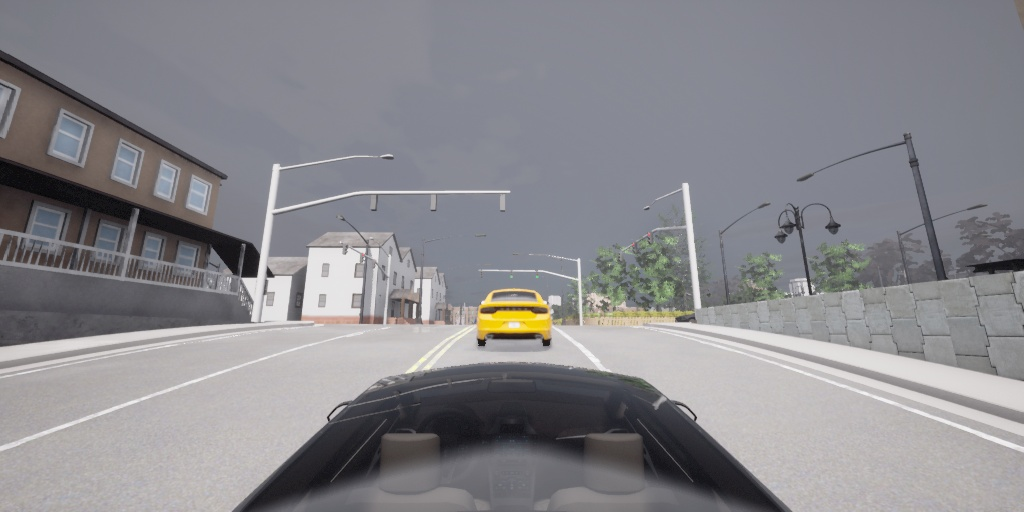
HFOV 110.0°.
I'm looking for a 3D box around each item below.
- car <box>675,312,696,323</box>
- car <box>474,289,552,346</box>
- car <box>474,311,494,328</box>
[{"bbox_3d":[16.457,5.257,30.412,5.008,1.535,1.882,0,-12,1],"label":"car"},{"bbox_3d":[0.061,1.745,10.772,1.882,1.535,5.008,0,-7,0],"label":"car"},{"bbox_3d":[-3.664,8.480,47.395,2.150,2.045,5.566,0,-12,0],"label":"car"}]
